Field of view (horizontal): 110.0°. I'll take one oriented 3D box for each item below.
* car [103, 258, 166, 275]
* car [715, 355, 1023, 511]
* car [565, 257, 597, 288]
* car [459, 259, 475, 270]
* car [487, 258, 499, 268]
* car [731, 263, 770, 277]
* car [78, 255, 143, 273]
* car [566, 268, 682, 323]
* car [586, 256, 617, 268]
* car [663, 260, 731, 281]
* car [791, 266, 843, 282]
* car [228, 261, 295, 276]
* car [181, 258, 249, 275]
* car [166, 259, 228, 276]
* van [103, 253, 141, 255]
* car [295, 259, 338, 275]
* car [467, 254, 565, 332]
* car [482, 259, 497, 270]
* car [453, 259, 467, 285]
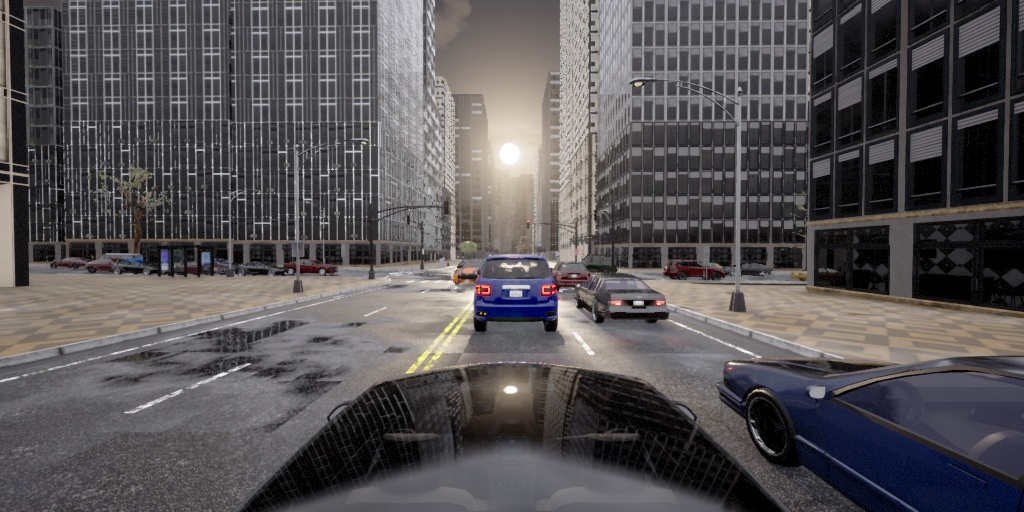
[{"bbox_3d":[-34.097,1.068,32.911,4.313,1.339,1.948,0,0,1],"label":"car"},{"bbox_3d":[3.350,1.297,1.837,2.033,1.411,5.357,0,0,1],"label":"car"},{"bbox_3d":[3.349,1.092,21.424,2.097,1.767,4.553,0,0,0],"label":"car"},{"bbox_3d":[-6.602,1.220,52.481,1.837,1.490,4.892,0,0,-1],"label":"car"},{"bbox_3d":[-3.319,1.180,62.985,1.882,1.535,5.008,0,0,0],"label":"car"},{"bbox_3d":[24.356,1.438,37.714,4.892,1.490,1.837,1,1,1],"label":"car"},{"bbox_3d":[-39.541,0.936,35.659,4.674,1.442,1.812,1,1,1],"label":"car"},{"bbox_3d":[3.350,1.293,12.017,2.033,1.411,5.357,0,0,0],"label":"car"},{"bbox_3d":[8.472,1.004,38.633,5.566,2.045,2.150,1,2,13],"label":"car"},{"bbox_3d":[16.193,1.268,32.075,5.009,1.841,2.192,0,0,1],"label":"car"},{"bbox_3d":[27.641,1.578,31.878,4.829,1.417,1.751,0,0,1],"label":"car"},{"bbox_3d":[-22.732,1.173,32.604,4.313,1.339,1.948,0,0,1],"label":"car"},{"bbox_3d":[-29.269,0.995,35.446,4.902,1.511,2.128,1,1,1],"label":"car"},{"bbox_3d":[-28.416,1.137,32.737,4.207,1.307,1.802,0,0,1],"label":"car"},{"bbox_3d":[-45.288,0.604,41.571,3.998,1.789,1.690,0,0,1],"label":"van"},{"bbox_3d":[-19.766,1.068,35.252,5.008,1.535,1.882,1,1,0],"label":"car"},{"bbox_3d":[0.097,0.967,11.014,2.150,2.045,5.566,0,0,0],"label":"car"},{"bbox_3d":[-3.336,1.191,53.372,1.882,1.535,5.008,0,0,0],"label":"car"},{"bbox_3d":[-2.698,1.093,25.679,2.097,1.767,4.553,0,0,7],"label":"car"}]
